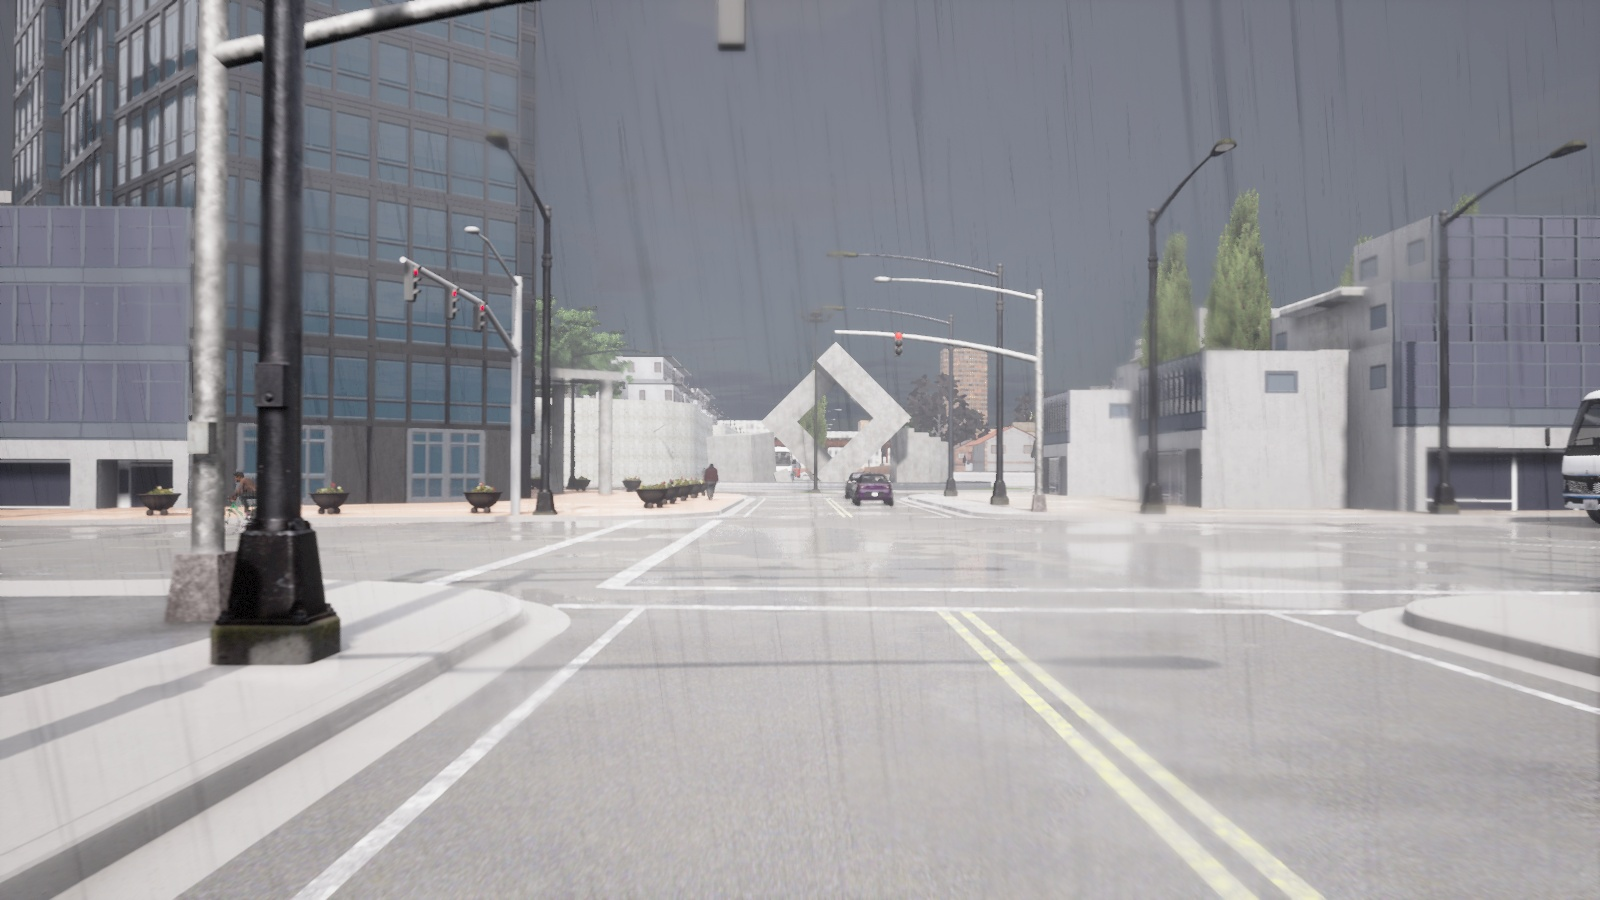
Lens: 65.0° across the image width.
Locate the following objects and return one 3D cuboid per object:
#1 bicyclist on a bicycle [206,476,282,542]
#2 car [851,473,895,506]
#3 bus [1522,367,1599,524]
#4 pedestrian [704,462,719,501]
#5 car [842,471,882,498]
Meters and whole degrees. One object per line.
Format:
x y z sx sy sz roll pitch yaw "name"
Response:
-14.095 1.482 31.869 1.656 1.620 0.582 -1 -1 -1 "bicyclist on a bicycle"
3.358 1.793 58.416 1.816 1.474 4.193 0 -1 0 "car"
26.867 -0.131 35.759 10.273 4.253 3.944 0 -1 0 "bus"
-4.203 1.494 59.593 0.634 1.844 0.899 0 -1 -1 "pedestrian"
3.616 1.971 72.530 2.128 1.511 4.902 0 -1 4 "car"
